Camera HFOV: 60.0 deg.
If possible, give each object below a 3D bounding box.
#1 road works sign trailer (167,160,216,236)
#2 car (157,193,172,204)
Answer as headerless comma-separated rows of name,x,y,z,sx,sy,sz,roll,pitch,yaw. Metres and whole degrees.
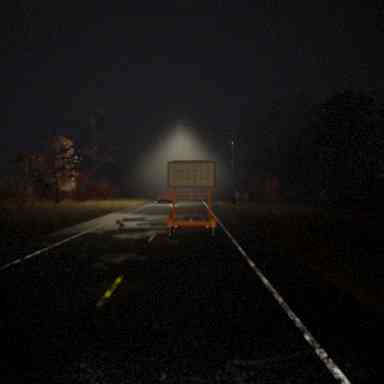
road works sign trailer,-0.018,0.199,16.630,2.380,3.560,2.880,0,1,0
car,-3.632,0.817,44.888,1.812,1.442,4.674,0,1,0
